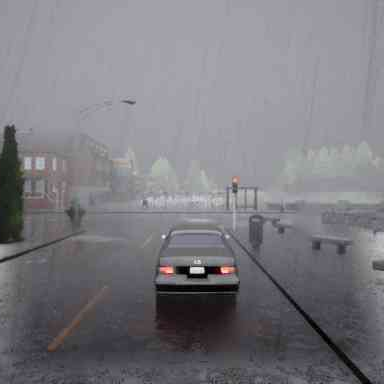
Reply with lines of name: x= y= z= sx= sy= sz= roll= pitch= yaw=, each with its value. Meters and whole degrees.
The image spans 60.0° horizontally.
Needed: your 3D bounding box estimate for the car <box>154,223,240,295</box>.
car: x=0.099 y=1.547 z=8.879 sx=2.033 sy=1.411 sz=5.357 roll=0 pitch=0 yaw=0
